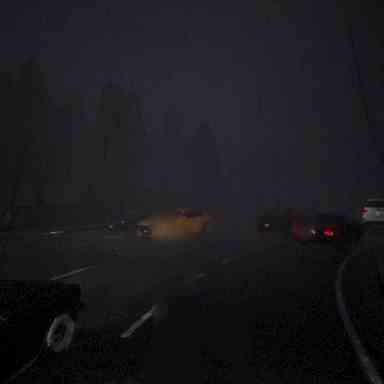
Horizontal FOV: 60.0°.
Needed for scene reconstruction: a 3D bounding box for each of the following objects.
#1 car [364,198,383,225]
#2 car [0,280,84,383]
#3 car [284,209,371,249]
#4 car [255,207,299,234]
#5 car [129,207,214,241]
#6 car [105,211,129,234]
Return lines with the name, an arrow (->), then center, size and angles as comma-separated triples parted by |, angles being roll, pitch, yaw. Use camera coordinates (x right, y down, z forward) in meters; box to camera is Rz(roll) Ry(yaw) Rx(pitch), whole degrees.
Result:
car -> 13.816, 1.445, 23.375 | 2.150, 2.045, 5.566 | 0, -1, 44
car -> -2.921, 1.617, 3.226 | 1.895, 1.301, 4.718 | 0, 0, 9
car -> 6.417, 1.686, 15.343 | 2.033, 1.411, 5.357 | 0, -1, 39
car -> 5.622, 1.646, 19.627 | 1.882, 1.535, 5.008 | 0, -1, 41
car -> -0.740, 1.611, 17.806 | 1.882, 1.535, 5.008 | -1, -1, 36
car -> -3.133, 1.671, 20.403 | 1.812, 1.442, 4.674 | 0, -1, 37
